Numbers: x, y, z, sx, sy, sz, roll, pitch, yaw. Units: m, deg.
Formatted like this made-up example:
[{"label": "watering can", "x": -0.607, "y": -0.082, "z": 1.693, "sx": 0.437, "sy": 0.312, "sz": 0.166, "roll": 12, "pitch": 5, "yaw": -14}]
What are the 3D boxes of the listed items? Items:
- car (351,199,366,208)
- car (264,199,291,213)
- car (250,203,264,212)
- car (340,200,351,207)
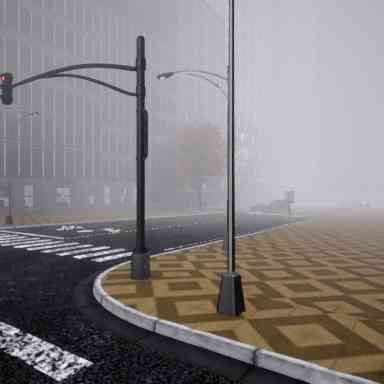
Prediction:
[{"label": "car", "x": 42.287, "y": 3.146, "z": 84.345, "sx": 1.882, "sy": 1.535, "sz": 5.008, "roll": 0, "pitch": -1, "yaw": 33}, {"label": "car", "x": 13.788, "y": 2.158, "z": 52.244, "sx": 2.150, "sy": 2.045, "sz": 5.566, "roll": 0, "pitch": -1, "yaw": 33}, {"label": "car", "x": 11.072, "y": 2.497, "z": 54.029, "sx": 1.994, "sy": 1.385, "sz": 4.181, "roll": 0, "pitch": -1, "yaw": 33}, {"label": "car", "x": 39.557, "y": 3.205, "z": 86.110, "sx": 2.033, "sy": 1.411, "sz": 5.357, "roll": 0, "pitch": -1, "yaw": 33}]
